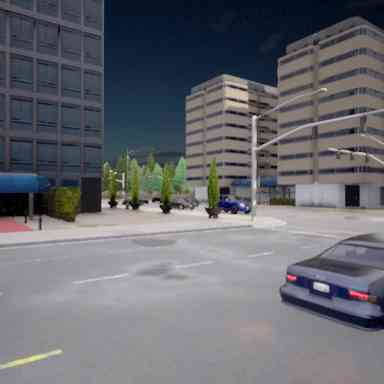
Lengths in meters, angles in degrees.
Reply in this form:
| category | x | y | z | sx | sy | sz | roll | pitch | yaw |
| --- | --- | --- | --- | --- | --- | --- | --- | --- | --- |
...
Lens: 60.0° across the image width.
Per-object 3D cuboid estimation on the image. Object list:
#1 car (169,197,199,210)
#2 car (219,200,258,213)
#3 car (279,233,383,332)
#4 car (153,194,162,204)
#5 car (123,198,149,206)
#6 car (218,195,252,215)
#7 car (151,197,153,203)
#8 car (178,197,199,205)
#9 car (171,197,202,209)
| category | x | y | z | sx | sy | sz | roll | pitch | yaw |
| --- | --- | --- | --- | --- | --- | --- | --- | --- | --- |
| car | -1.517 | 1.591 | 44.237 | 1.837 | 1.490 | 4.892 | 0 | 0 | -35 |
| car | 5.547 | 1.699 | 40.250 | 1.895 | 1.301 | 4.718 | 0 | 0 | -35 |
| car | 4.116 | 1.573 | 6.749 | 5.357 | 1.411 | 2.033 | 0 | 0 | -35 |
| car | -6.454 | 1.348 | 69.901 | 2.150 | 2.045 | 5.566 | 0 | 0 | -35 |
| car | -9.895 | 1.635 | 56.241 | 2.033 | 1.411 | 5.357 | 0 | 0 | -35 |
| car | 4.090 | 1.307 | 36.229 | 2.150 | 2.045 | 5.566 | 0 | 0 | -35 |
| car | -9.789 | 1.700 | 62.247 | 1.895 | 1.301 | 4.718 | 0 | 0 | -34 |
| car | -0.738 | 1.688 | 61.770 | 1.994 | 1.385 | 4.181 | 0 | 0 | -34 |
| car | -0.899 | 1.591 | 49.461 | 2.128 | 1.511 | 4.902 | 0 | 0 | -35 |
